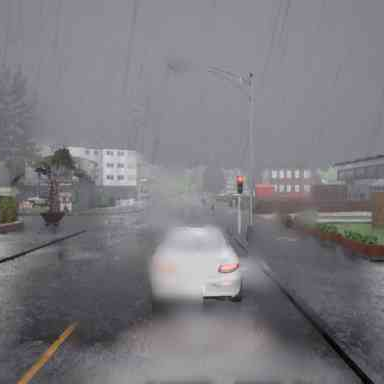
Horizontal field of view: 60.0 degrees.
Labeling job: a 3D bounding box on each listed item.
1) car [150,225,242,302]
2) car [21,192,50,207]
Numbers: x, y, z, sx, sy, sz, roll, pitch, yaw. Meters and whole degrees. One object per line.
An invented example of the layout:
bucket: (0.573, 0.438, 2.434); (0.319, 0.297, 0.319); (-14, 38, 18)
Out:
car: (0.086, 1.526, 8.133); (1.812, 1.442, 4.674); (0, 0, 0)
car: (-19.817, 0.986, 42.788); (1.905, 1.878, 3.866); (0, 0, 35)
